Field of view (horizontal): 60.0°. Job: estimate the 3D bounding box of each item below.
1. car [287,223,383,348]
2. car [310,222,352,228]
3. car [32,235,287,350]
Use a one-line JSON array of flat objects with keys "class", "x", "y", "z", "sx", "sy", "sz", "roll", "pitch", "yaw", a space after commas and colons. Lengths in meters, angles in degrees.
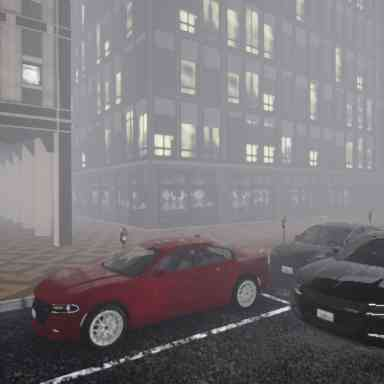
[{"class": "car", "x": 3.926, "y": 1.476, "z": 6.179, "sx": 5.008, "sy": 1.535, "sz": 1.882, "roll": 0, "pitch": 0, "yaw": -35}, {"class": "car", "x": 4.139, "y": 1.564, "z": 9.513, "sx": 4.313, "sy": 1.339, "sz": 1.947, "roll": 0, "pitch": 0, "yaw": -35}, {"class": "car", "x": -0.500, "y": 1.544, "z": 6.206, "sx": 4.507, "sy": 1.381, "sz": 1.887, "roll": 0, "pitch": 0, "yaw": -35}]
